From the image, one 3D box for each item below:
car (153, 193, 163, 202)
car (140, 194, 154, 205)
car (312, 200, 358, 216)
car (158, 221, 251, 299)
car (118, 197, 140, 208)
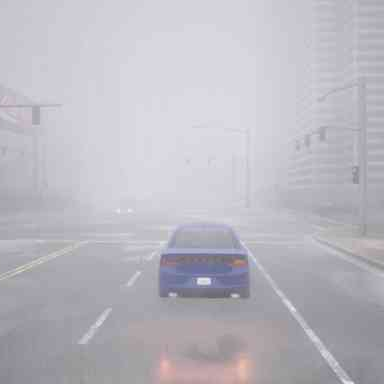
[{"bbox_3d":[-8.035,1.220,76.385,2.150,2.045,5.566,0,0,2],"label":"car"},{"bbox_3d":[-8.609,1.523,60.931,1.812,1.442,4.674,0,0,2],"label":"car"},{"bbox_3d":[14.182,1.525,32.528,4.674,1.442,1.812,0,0,2],"label":"car"},{"bbox_3d":[0.313,1.477,8.538,1.882,1.535,5.008,0,0,2],"label":"car"},{"bbox_3d":[-9.081,1.501,47.318,1.837,1.490,4.892,0,1,2],"label":"car"}]
